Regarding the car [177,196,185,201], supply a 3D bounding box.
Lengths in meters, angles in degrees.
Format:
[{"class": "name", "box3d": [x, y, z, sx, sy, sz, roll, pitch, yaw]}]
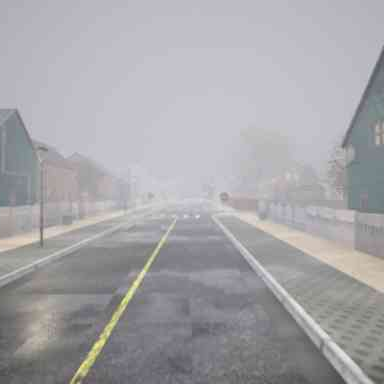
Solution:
[{"class": "car", "box3d": [-2.770, 1.624, 87.301, 1.994, 1.385, 4.181, 0, 0, 0]}]
